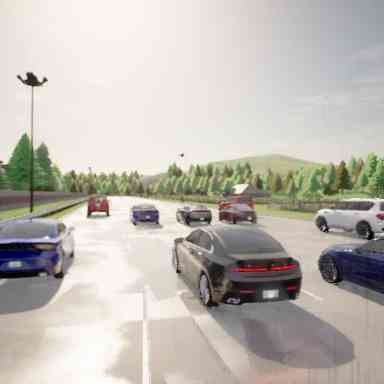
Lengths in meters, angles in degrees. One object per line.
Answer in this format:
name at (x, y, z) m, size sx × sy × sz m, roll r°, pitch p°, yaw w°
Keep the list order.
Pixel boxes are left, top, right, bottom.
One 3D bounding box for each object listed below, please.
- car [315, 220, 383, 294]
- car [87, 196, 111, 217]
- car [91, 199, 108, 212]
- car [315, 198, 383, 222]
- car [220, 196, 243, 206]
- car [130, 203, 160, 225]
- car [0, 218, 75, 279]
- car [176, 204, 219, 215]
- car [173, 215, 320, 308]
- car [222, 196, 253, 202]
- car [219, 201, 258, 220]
car at (4.689, 1.582, 7.057) m, size 1.812 × 1.442 × 4.674 m, roll 0°, pitch 0°, yaw -14°
car at (-9.591, 1.392, 34.236) m, size 2.150 × 2.045 × 5.566 m, roll 0°, pitch 0°, yaw -14°
car at (-12.252, 1.712, 44.354) m, size 2.128 × 1.511 × 4.902 m, roll 0°, pitch 0°, yaw -14°
car at (9.074, 1.356, 18.082) m, size 2.150 × 2.045 × 5.566 m, roll 0°, pitch 0°, yaw -14°
car at (7.187, 1.589, 60.714) m, size 3.866 × 1.878 × 1.905 m, roll 0°, pitch 0°, yaw -14°
car at (-3.695, 1.615, 25.539) m, size 1.882 × 1.535 × 5.008 m, roll 0°, pitch 0°, yaw -14°
car at (-4.678, 1.523, 10.034) m, size 1.882 × 1.535 × 5.008 m, roll 0°, pitch 0°, yaw -14°
car at (0.069, 1.637, 24.961) m, size 2.128 × 1.511 × 4.902 m, roll 0°, pitch 0°, yaw -14°
car at (0.780, 1.556, 8.194) m, size 1.837 × 1.490 × 4.892 m, roll 0°, pitch 0°, yaw -14°
car at (4.696, 1.440, 35.061) m, size 2.150 × 2.045 × 5.566 m, roll 0°, pitch 0°, yaw -15°
car at (3.478, 1.686, 25.706) m, size 1.812 × 1.442 × 4.674 m, roll 0°, pitch 0°, yaw -15°
